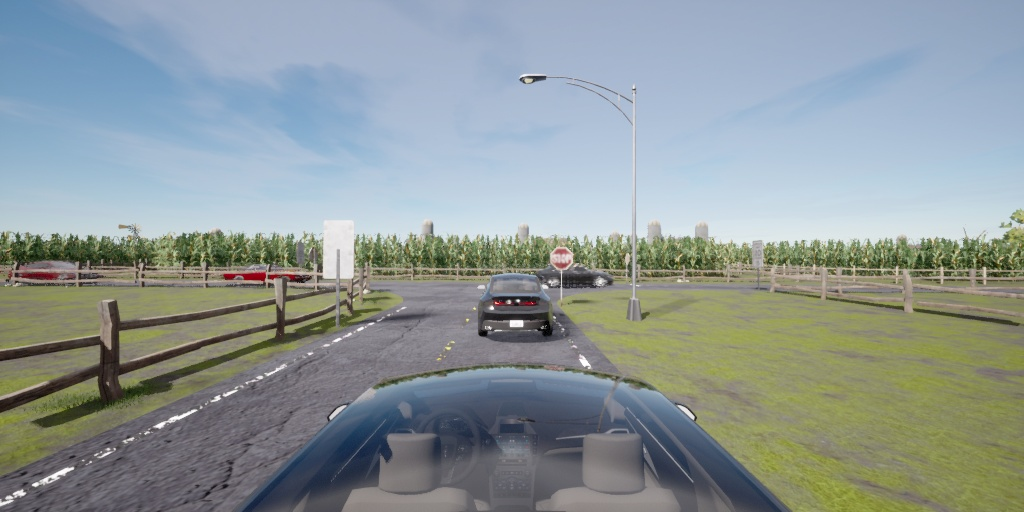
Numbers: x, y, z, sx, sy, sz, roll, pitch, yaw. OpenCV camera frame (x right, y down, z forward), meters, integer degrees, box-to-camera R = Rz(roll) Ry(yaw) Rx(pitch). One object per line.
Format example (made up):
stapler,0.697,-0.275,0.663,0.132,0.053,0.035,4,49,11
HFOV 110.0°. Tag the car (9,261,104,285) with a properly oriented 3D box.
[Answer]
car,-29.429,1.063,23.189,4.674,1.442,1.812,0,-1,0

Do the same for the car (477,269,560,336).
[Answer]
car,0.041,1.257,10.383,1.837,1.490,4.892,0,0,-1

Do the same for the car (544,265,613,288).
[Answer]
car,4.013,1.287,23.078,4.892,1.490,1.837,0,-1,0

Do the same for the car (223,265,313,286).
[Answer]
car,-15.581,1.229,23.143,4.718,1.301,1.895,0,-1,0
